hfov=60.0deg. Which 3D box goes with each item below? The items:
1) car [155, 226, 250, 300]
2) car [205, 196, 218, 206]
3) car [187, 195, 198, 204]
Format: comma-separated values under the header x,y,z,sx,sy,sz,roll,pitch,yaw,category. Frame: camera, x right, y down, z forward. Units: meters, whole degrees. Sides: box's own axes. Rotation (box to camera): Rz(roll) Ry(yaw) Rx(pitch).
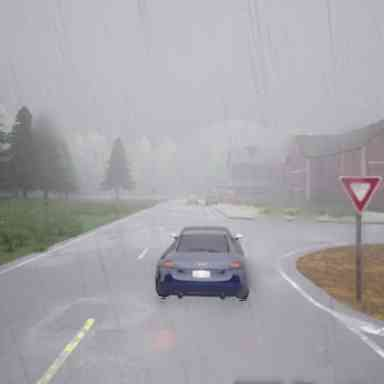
x,y,z,sx,sy,sz,roll,pitch,yaw,category
0.350,1.542,8.404,1.994,1.385,4.181,0,0,5,car
2.984,1.317,52.533,1.816,1.474,4.193,-6,1,-2,car
0.114,1.320,59.914,1.882,1.535,5.008,0,0,0,car
